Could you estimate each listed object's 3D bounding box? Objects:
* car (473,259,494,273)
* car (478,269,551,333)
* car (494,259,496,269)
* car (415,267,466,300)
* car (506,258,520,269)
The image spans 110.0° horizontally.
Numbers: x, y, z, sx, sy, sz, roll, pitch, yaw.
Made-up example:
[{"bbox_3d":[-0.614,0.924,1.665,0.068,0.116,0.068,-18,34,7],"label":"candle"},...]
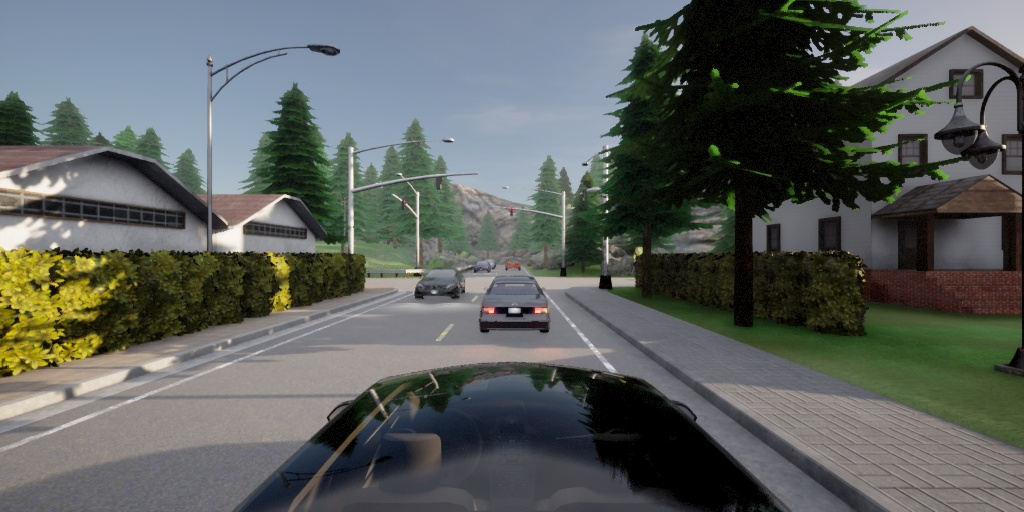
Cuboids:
[{"bbox_3d":[-3.567,1.276,43.648,1.812,1.442,4.674,0,0,0],"label":"car"},{"bbox_3d":[0.076,1.297,10.729,2.033,1.411,5.357,0,0,0],"label":"car"},{"bbox_3d":[-3.561,1.276,53.665,1.812,1.442,4.674,0,0,0],"label":"car"},{"bbox_3d":[-3.346,1.276,17.681,1.812,1.442,4.674,0,0,0],"label":"car"},{"bbox_3d":[0.145,1.102,53.470,2.097,1.767,4.553,0,0,0],"label":"car"}]
